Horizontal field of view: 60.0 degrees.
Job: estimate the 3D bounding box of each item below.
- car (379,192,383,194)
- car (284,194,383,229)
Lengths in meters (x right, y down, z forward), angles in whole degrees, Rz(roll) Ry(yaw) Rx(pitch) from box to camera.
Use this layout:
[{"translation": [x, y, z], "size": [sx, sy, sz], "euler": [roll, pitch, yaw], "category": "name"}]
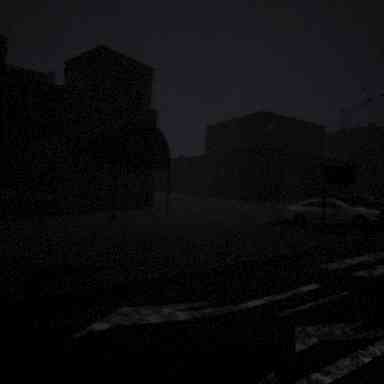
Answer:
[{"translation": [9.617, 0.928, 18.770], "size": [4.792, 1.488, 2.163], "euler": [-1, 1, 37], "category": "car"}, {"translation": [7.119, 1.042, 17.180], "size": [4.674, 1.452, 2.002], "euler": [-1, 1, 37], "category": "car"}]
